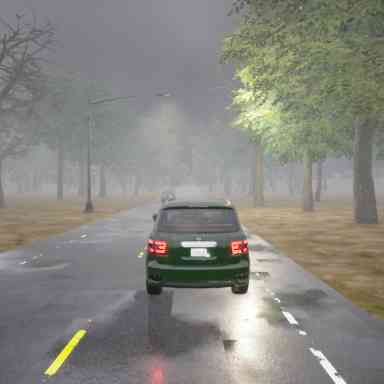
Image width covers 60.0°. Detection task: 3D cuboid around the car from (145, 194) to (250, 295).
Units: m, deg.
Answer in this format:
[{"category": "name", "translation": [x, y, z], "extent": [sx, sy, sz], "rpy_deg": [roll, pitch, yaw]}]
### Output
[{"category": "car", "translation": [0.091, 1.188, 8.806], "extent": [2.150, 2.045, 5.566], "rpy_deg": [0, 0, -1]}]

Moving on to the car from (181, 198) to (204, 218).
[{"category": "car", "translation": [0.032, 1.327, 28.287], "extent": [1.812, 1.442, 4.674], "rpy_deg": [0, 0, 0]}]

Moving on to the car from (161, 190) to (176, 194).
[{"category": "car", "translation": [-3.620, 0.693, 52.289], "extent": [2.150, 2.045, 5.566], "rpy_deg": [0, 1, 0]}]
